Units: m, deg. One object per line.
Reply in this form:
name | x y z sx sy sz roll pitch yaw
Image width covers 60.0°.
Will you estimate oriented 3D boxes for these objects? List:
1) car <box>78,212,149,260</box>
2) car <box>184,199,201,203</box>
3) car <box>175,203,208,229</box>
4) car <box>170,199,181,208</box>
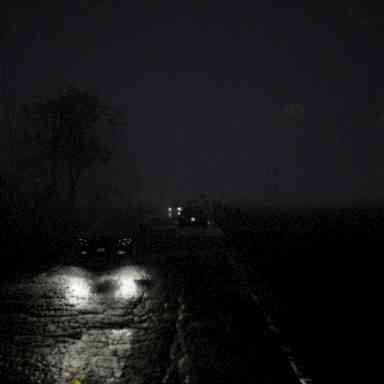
car | -2.869 1.573 13.004 1.882 1.535 5.008 0 0 0
car | 0.039 1.659 40.312 2.097 1.767 4.553 0 0 0
car | 0.062 1.738 23.296 1.994 1.385 4.181 0 0 0
car | -2.836 2.007 57.281 1.812 1.442 4.674 0 0 0
